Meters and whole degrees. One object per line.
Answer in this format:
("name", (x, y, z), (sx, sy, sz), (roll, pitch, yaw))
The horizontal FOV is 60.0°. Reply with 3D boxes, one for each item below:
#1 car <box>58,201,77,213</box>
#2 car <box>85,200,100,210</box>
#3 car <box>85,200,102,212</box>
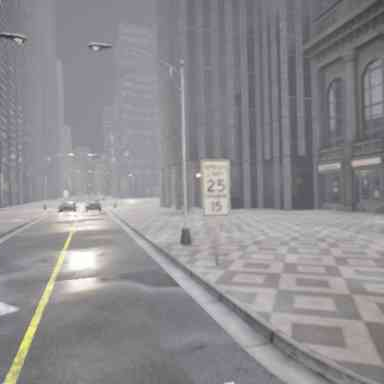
("car", (-15.548, 1.804, 41.764), (1.994, 1.385, 4.181), (-1, 0, -17))
("car", (-14.430, 1.816, 48.255), (1.895, 1.301, 4.718), (-1, 0, -17))
("car", (-12.354, 1.708, 41.699), (1.812, 1.442, 4.674), (-1, 0, -17))
